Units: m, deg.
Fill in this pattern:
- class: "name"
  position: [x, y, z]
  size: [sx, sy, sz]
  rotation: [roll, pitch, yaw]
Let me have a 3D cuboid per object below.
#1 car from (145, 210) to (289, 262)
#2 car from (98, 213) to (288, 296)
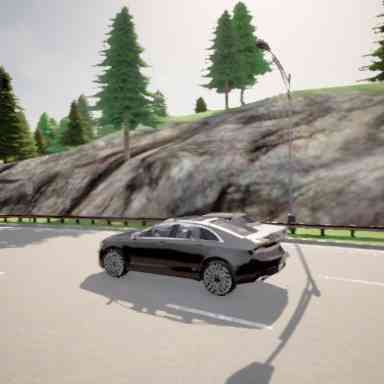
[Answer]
- class: "car"
  position: [0.811, 1.408, 11.808]
  size: [4.718, 1.301, 1.895]
  rotation: [0, 1, 30]
- class: "car"
  position: [-0.209, 1.367, 8.229]
  size: [4.902, 1.511, 2.128]
  rotation: [0, 1, 31]
